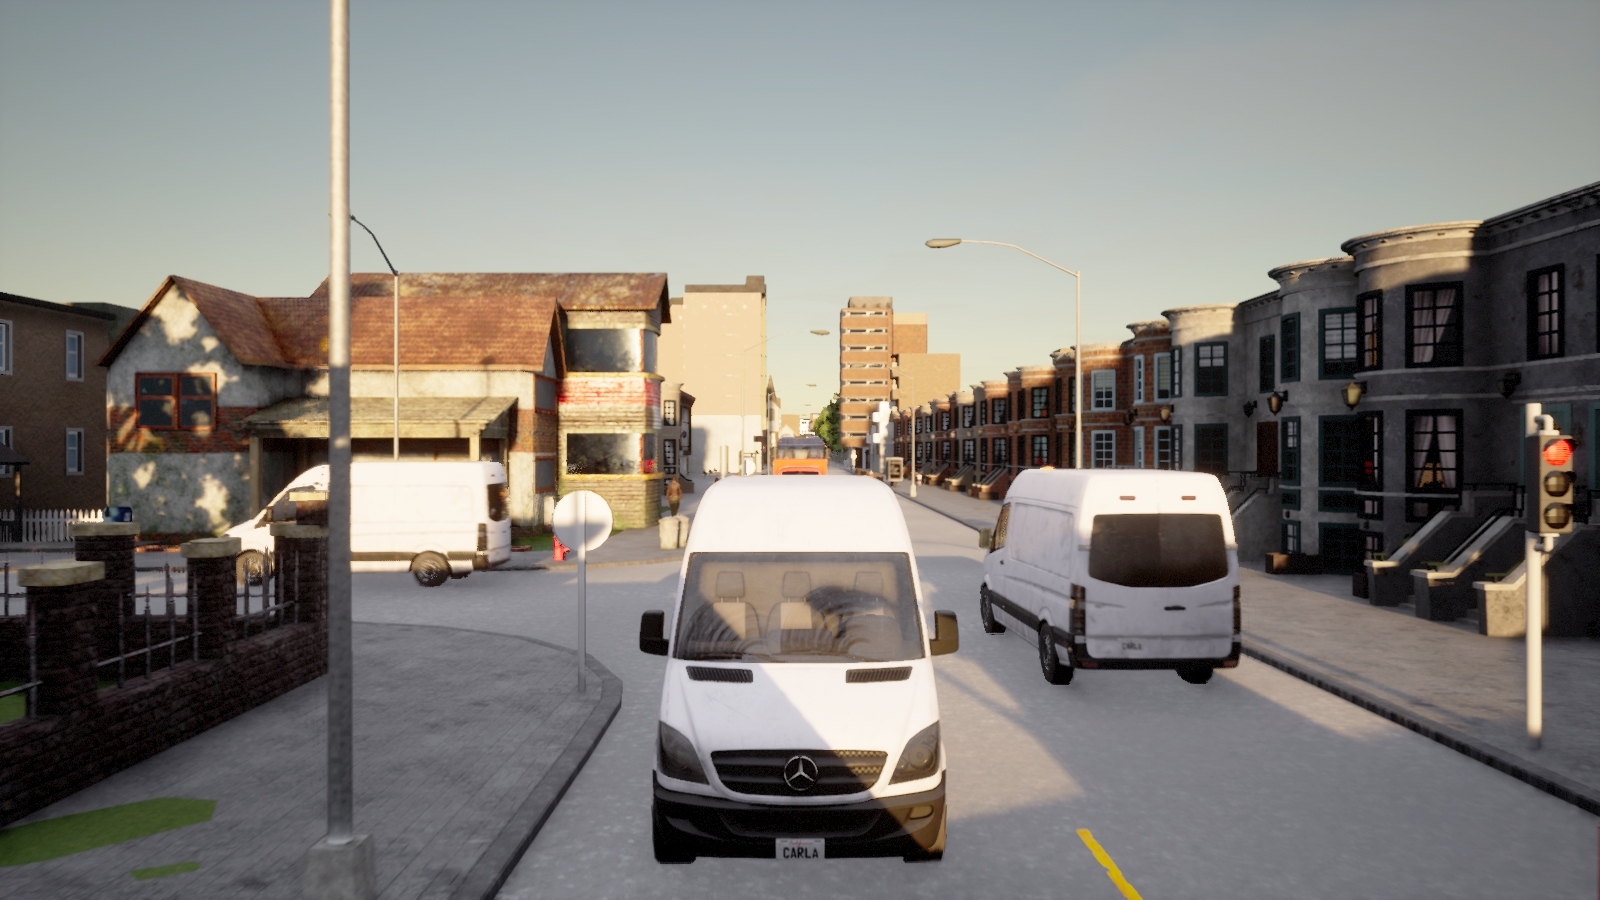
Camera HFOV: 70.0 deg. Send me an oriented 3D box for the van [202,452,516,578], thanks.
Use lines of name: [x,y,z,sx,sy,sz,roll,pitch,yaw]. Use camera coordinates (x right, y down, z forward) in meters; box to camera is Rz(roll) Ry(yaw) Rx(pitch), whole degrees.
van: [-9.250,1.314,24.284,5.915,2.561,1.988,0,0,1]

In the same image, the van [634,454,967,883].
van: [0.001,1.315,9.788,1.988,2.561,5.915,0,0,0]

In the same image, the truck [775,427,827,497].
truck: [0.033,0.667,67.118,2.891,3.827,8.468,0,0,0]

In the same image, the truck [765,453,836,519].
truck: [0.012,1.348,45.138,2.627,2.467,5.204,0,0,0]

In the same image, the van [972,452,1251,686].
van: [3.892,1.315,15.560,1.988,2.561,5.915,0,0,-2]

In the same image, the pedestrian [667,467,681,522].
pedestrian: [-4.333,1.526,39.249,0.375,1.860,0.375,0,0,11]
